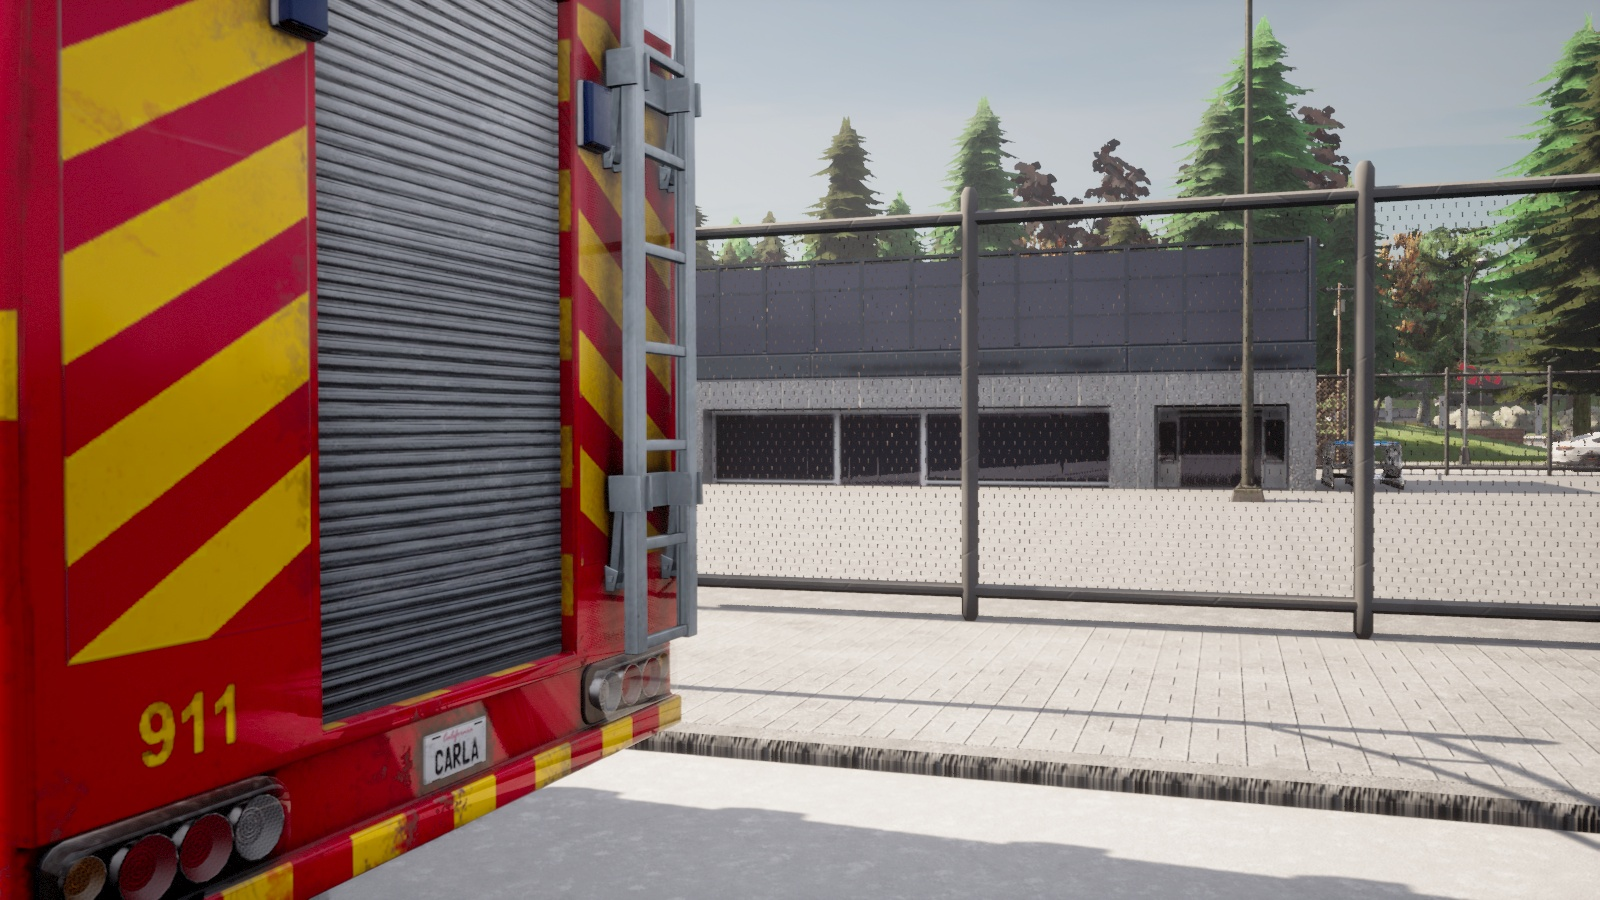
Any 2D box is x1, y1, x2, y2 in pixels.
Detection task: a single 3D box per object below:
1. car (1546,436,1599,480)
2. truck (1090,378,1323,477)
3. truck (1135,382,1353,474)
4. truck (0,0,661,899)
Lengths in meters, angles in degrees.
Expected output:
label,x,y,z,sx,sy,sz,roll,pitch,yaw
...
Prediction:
label,x,y,z,sx,sy,sz,roll,pitch,yaw
car,27.889,0.286,42.107,4.674,1.442,1.812,1,1,19
truck,14.949,-0.844,46.493,7.936,3.462,2.891,0,1,19
truck,17.496,-0.888,49.853,7.936,3.462,2.891,1,1,19
truck,-5.037,-0.445,5.342,8.468,3.827,2.891,1,1,22
